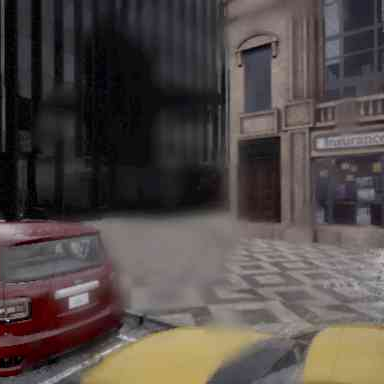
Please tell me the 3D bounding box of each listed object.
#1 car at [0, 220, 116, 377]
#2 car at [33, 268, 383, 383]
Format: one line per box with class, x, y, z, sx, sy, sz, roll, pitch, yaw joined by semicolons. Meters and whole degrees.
car;-3.271;1.382;5.290;5.009;1.841;2.192;-1;0;35
car;1.155;1.528;2.136;4.829;1.417;1.752;-1;0;35
